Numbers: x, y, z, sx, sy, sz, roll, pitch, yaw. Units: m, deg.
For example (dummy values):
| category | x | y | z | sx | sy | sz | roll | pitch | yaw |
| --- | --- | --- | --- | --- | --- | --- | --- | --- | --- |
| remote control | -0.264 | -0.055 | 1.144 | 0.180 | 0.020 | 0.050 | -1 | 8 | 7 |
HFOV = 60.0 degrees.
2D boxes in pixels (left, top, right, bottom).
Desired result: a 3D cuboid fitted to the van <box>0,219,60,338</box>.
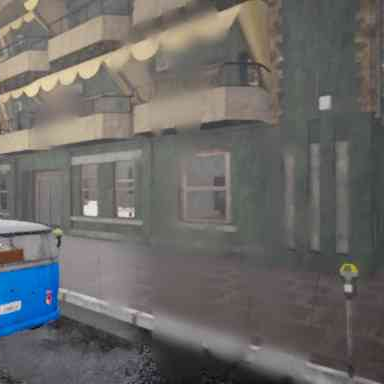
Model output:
| category | x | y | z | sx | sy | sz | roll | pitch | yaw |
| --- | --- | --- | --- | --- | --- | --- | --- | --- | --- |
| van | -3.926 | 1.302 | 5.538 | 3.998 | 1.788 | 1.690 | 0 | 0 | 36 |
